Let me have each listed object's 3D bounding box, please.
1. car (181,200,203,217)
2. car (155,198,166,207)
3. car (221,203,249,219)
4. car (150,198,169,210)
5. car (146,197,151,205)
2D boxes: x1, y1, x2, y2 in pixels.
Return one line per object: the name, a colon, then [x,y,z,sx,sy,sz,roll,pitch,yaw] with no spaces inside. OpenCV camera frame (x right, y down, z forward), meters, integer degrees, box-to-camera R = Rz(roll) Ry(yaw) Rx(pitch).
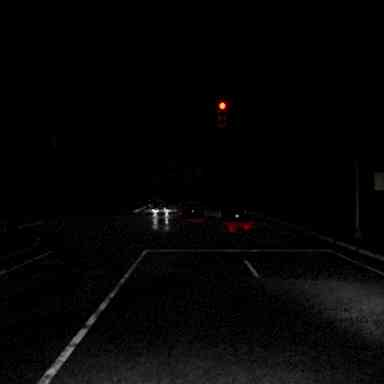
car: [0.028,1.469,30.673,1.882,1.535,5.008,0,0,-1]
car: [-5.755,1.869,60.392,1.812,1.442,4.674,0,-1,-9]
car: [3.555,1.591,28.458,1.895,1.301,4.718,0,0,0]
car: [-4.096,1.591,43.864,1.812,1.442,4.674,0,0,-3]
car: [-9.053,2.027,75.157,2.097,1.767,4.553,0,-1,-16]
